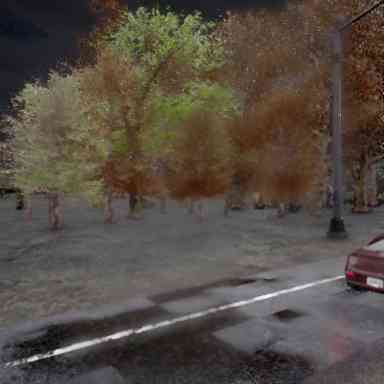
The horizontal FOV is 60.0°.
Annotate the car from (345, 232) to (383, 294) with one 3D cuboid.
[{"bbox_3d":[5.337,1.533,7.589,4.674,1.442,1.812,0,0,-35],"label":"car"}]
